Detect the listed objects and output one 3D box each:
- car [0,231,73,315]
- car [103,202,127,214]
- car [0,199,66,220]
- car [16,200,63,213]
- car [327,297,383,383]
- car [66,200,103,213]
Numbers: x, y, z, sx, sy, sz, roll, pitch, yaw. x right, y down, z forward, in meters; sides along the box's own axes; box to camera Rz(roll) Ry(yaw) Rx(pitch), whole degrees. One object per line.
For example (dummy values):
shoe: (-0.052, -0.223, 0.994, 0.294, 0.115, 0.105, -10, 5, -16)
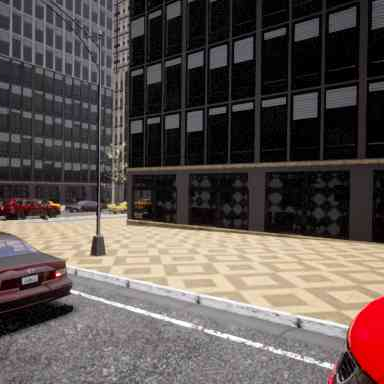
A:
car: (-4.818, 1.544, 7.137, 5.357, 1.411, 2.033, 0, 0, 35)
car: (-7.603, 1.830, 39.010, 1.752, 1.417, 4.829, 1, 0, 37)
car: (-14.423, 1.519, 29.816, 2.192, 1.841, 5.009, 1, 0, 37)
car: (-17.897, 1.643, 39.200, 1.752, 1.417, 4.829, 1, 0, 37)
car: (3.453, 1.222, 1.212, 5.566, 2.045, 2.150, 0, 0, 36)
car: (-13.060, 1.747, 41.360, 2.033, 1.411, 5.357, 1, 0, 37)
